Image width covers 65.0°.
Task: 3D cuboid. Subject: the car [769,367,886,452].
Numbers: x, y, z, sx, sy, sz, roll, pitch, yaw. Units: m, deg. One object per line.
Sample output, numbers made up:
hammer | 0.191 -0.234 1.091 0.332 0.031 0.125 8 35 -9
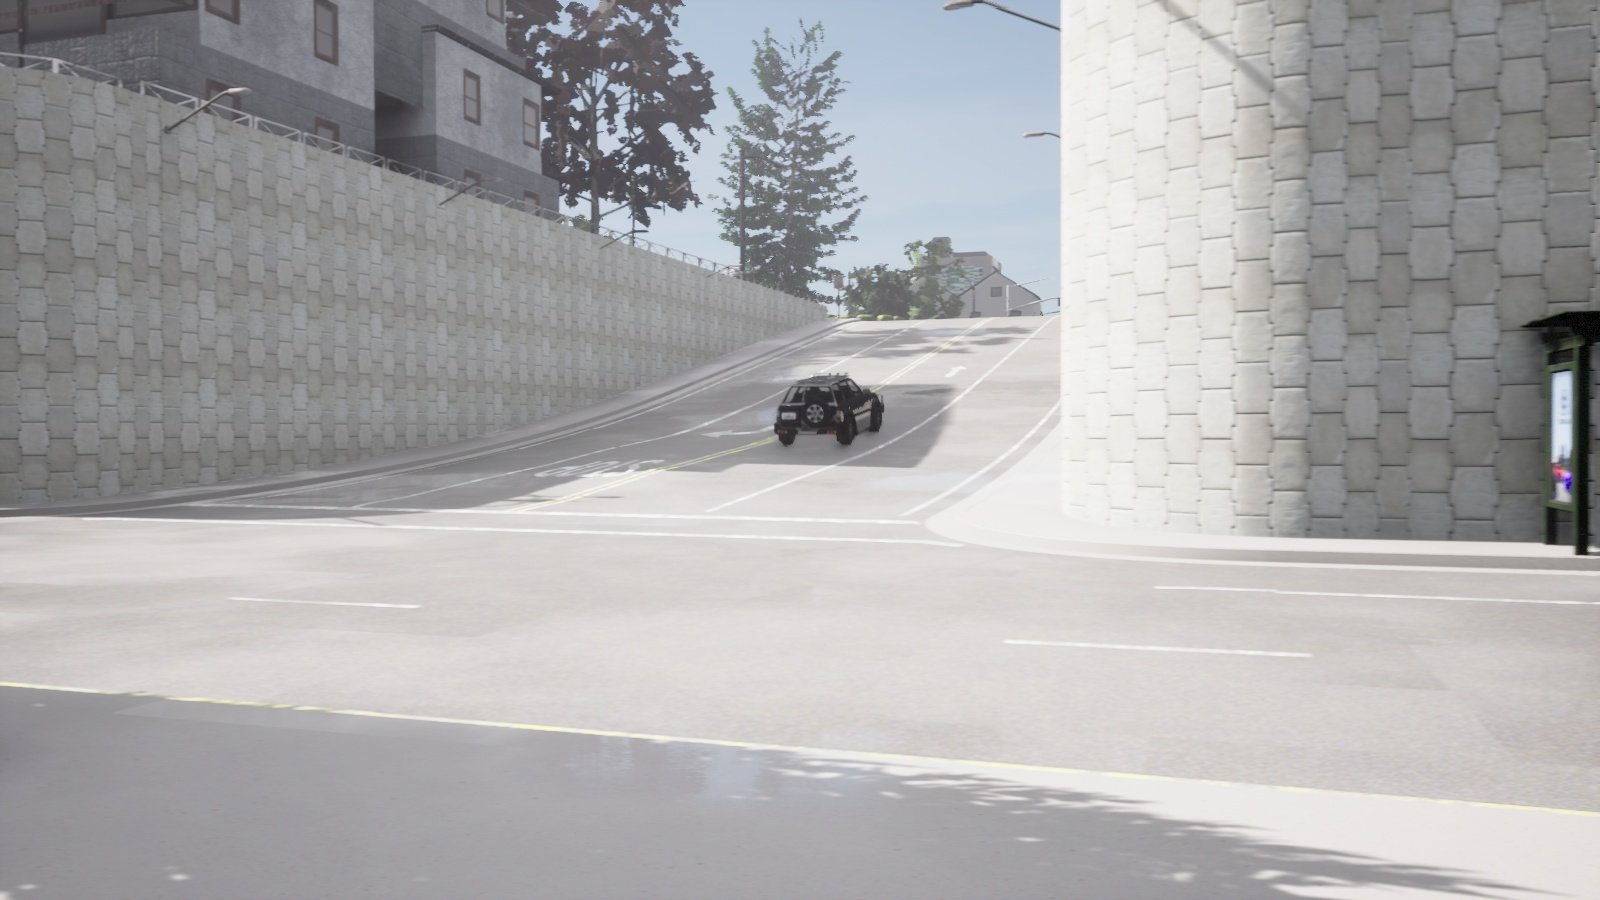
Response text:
car | 0.857 -1.196 34.792 1.932 1.855 4.605 1 8 19
